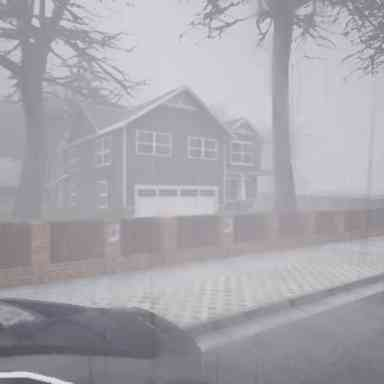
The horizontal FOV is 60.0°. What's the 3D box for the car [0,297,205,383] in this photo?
[{"bbox_3d":[-2.099,1.481,1.574,4.902,1.511,2.128,1,0,-35],"label":"car"}]
